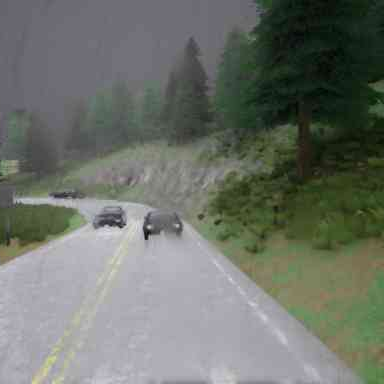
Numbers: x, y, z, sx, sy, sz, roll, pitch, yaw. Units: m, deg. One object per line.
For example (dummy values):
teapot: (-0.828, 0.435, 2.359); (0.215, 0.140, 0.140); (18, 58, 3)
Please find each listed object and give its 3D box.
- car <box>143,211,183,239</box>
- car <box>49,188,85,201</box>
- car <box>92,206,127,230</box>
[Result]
car: (-1.589, 1.647, 17.693); (1.895, 1.301, 4.718); (-2, 0, -6)
car: (-15.841, 0.233, 42.177); (5.008, 1.535, 1.882); (1, 4, 26)
car: (-5.498, 1.707, 22.865); (2.033, 1.411, 5.357); (-2, 0, -6)
